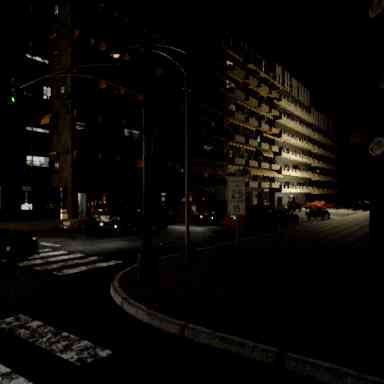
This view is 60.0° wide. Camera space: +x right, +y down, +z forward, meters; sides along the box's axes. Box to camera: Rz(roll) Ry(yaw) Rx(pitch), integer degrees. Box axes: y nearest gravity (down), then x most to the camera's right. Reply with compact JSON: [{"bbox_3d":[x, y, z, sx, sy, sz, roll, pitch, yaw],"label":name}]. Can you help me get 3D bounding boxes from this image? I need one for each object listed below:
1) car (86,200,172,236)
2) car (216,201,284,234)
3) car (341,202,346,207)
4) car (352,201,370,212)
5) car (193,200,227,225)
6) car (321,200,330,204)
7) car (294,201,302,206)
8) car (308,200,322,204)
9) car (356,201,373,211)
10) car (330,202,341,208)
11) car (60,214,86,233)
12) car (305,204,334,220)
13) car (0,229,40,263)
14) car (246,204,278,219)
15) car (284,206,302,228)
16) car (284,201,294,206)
[{"bbox_3d":[-3.582,1.541,21.252,2.150,2.045,5.566,0,-1,35],"label":"car"},{"bbox_3d":[3.971,1.711,22.043,2.192,1.841,5.009,-1,-2,35],"label":"car"},{"bbox_3d":[39.230,3.282,87.142,1.947,1.339,4.313,-1,-2,35],"label":"car"},{"bbox_3d":[29.900,2.522,59.197,2.192,1.841,5.009,-1,-2,35],"label":"car"},{"bbox_3d":[2.327,1.729,29.720,2.150,2.045,5.566,0,-1,34],"label":"car"},{"bbox_3d":[26.262,2.640,68.569,2.192,1.841,5.009,-1,-2,35],"label":"car"},{"bbox_3d":[16.538,2.340,54.636,2.192,1.841,5.009,-1,-2,35],"label":"car"},{"bbox_3d":[23.022,2.771,63.919,1.887,1.381,4.507,-1,-2,35],"label":"car"},{"bbox_3d":[33.141,2.621,63.842,2.192,1.841,5.009,-1,-2,35],"label":"car"},{"bbox_3d":[32.746,3.066,77.852,1.887,1.381,4.507,-1,-2,35],"label":"car"},{"bbox_3d":[-6.247,1.834,21.980,1.752,1.417,4.829,-1,-2,35],"label":"car"},{"bbox_3d":[13.696,2.284,35.969,1.802,1.307,4.206,-1,-2,35],"label":"car"},{"bbox_3d":[-7.301,1.599,10.329,2.128,1.511,4.902,0,-1,35],"label":"car"},{"bbox_3d":[8.054,2.191,37.902,1.837,1.490,4.892,0,-1,35],"label":"car"},{"bbox_3d":[7.213,2.043,26.681,1.887,1.381,4.507,-1,-2,35],"label":"car"},{"bbox_3d":[13.200,2.446,49.846,1.752,1.417,4.829,-1,-2,35],"label":"car"}]
